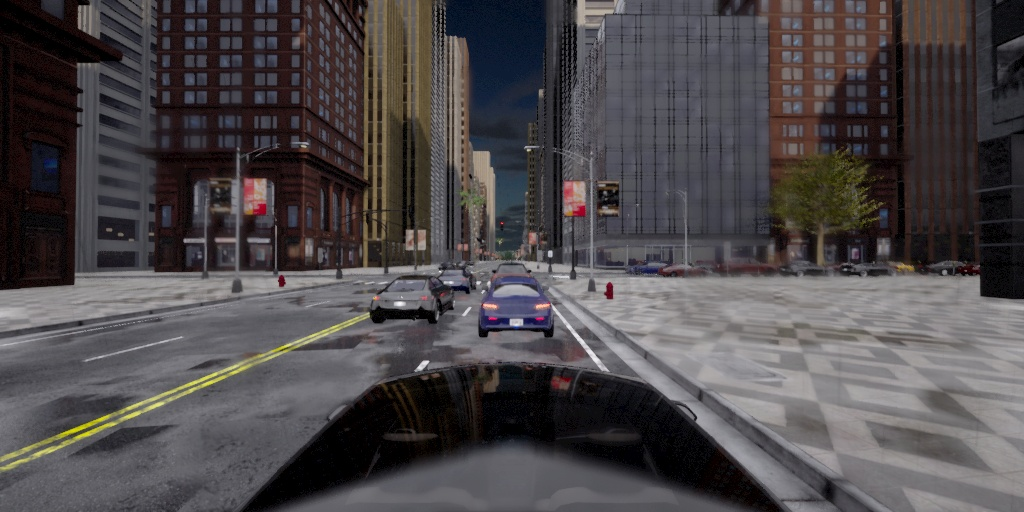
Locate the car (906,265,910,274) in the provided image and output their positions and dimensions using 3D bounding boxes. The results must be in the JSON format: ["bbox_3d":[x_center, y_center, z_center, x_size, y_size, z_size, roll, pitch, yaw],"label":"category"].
[{"bbox_3d":[43.181,1.294,41.129,4.829,1.417,1.751,0,0,-1],"label":"car"}]

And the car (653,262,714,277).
[{"bbox_3d":[15.295,1.326,32.151,4.207,1.307,1.802,0,0,-1],"label":"car"}]

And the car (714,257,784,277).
[{"bbox_3d":[20.934,1.039,32.242,5.009,1.841,2.192,0,0,-1],"label":"car"}]

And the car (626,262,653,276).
[{"bbox_3d":[14.540,1.340,37.916,4.674,1.442,1.812,0,-1,-1],"label":"car"}]

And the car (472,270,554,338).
[{"bbox_3d":[0.099,1.284,10.125,1.812,1.442,4.674,0,0,0],"label":"car"}]

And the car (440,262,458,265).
[{"bbox_3d":[-9.877,1.552,54.271,1.994,1.385,4.181,0,0,0],"label":"car"}]

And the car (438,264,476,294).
[{"bbox_3d":[-3.164,1.352,20.504,1.994,1.385,4.181,0,0,0],"label":"car"}]

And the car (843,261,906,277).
[{"bbox_3d":[32.208,1.258,32.425,4.313,1.339,1.948,0,0,-1],"label":"car"}]

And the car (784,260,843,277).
[{"bbox_3d":[26.571,1.274,32.333,4.313,1.339,1.948,0,0,-1],"label":"car"}]

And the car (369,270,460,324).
[{"bbox_3d":[-3.158,1.326,12.116,1.994,1.385,4.181,0,0,0],"label":"car"}]

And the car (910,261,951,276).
[{"bbox_3d":[42.776,1.205,35.222,4.892,1.490,1.837,0,-1,-1],"label":"car"}]

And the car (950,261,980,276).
[{"bbox_3d":[43.484,1.212,32.609,4.507,1.381,1.888,0,0,-1],"label":"car"}]

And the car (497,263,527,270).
[{"bbox_3d":[-0.012,1.134,19.110,2.097,1.767,4.553,0,0,0],"label":"car"}]
